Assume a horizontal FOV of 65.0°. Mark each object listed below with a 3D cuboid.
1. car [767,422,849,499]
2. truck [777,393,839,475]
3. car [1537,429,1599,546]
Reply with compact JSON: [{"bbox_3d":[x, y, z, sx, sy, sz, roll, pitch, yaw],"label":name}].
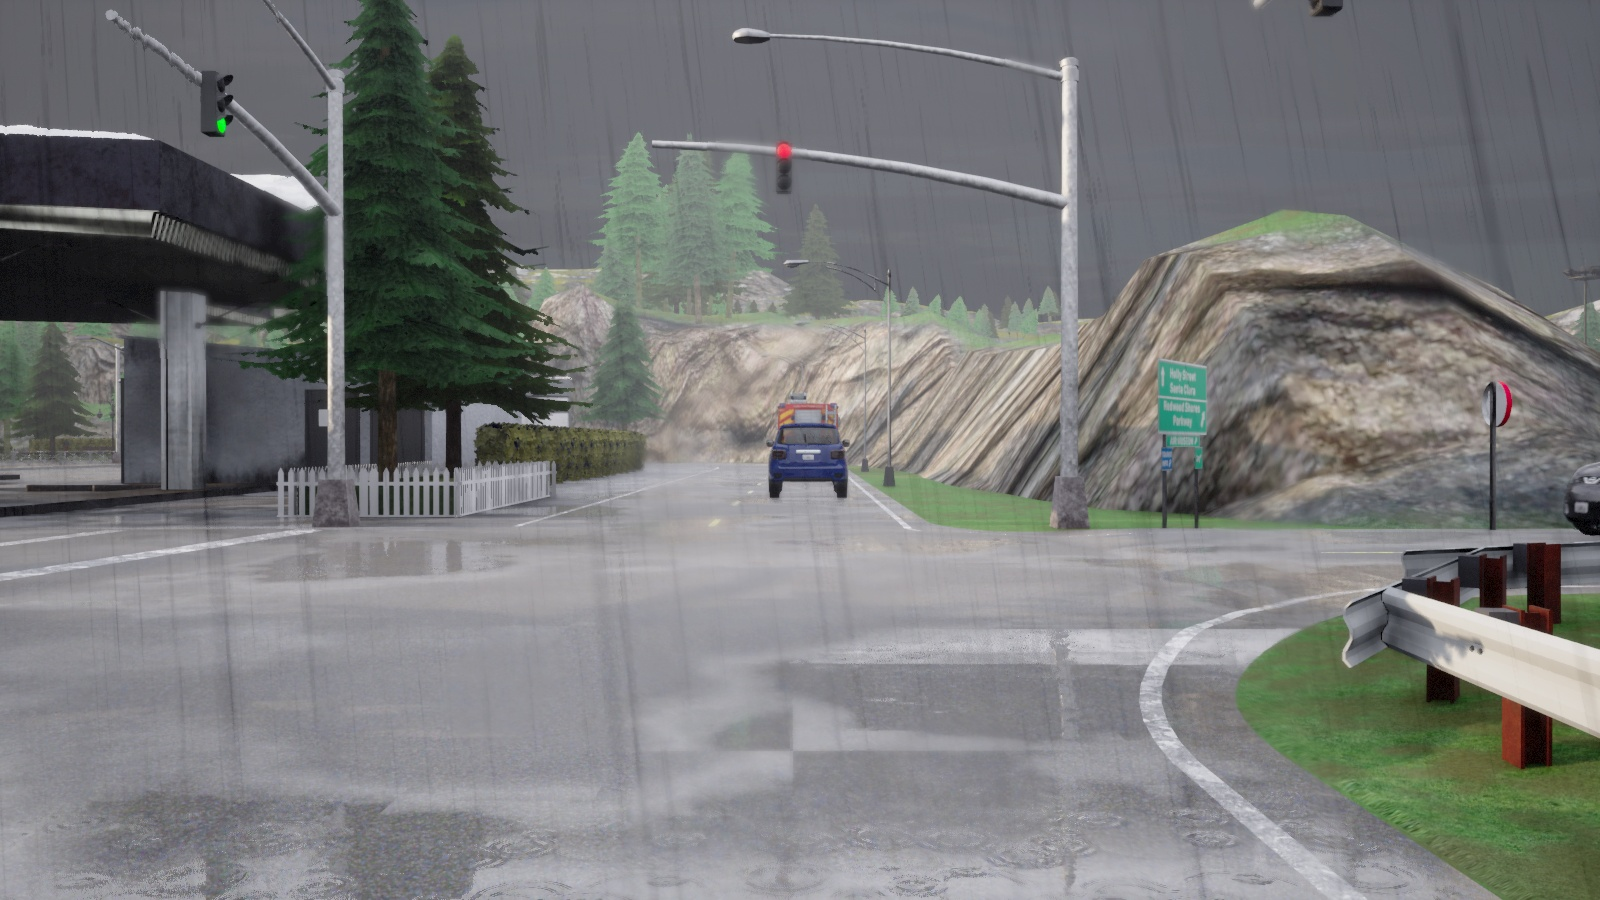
[{"bbox_3d":[0.232,0.263,35.941,2.150,2.045,5.566,0,0,0],"label":"car"},{"bbox_3d":[0.391,-0.771,62.624,2.891,3.827,8.468,0,0,0],"label":"truck"},{"bbox_3d":[12.089,0.485,16.586,3.633,1.501,1.845,0,0,0],"label":"car"}]
